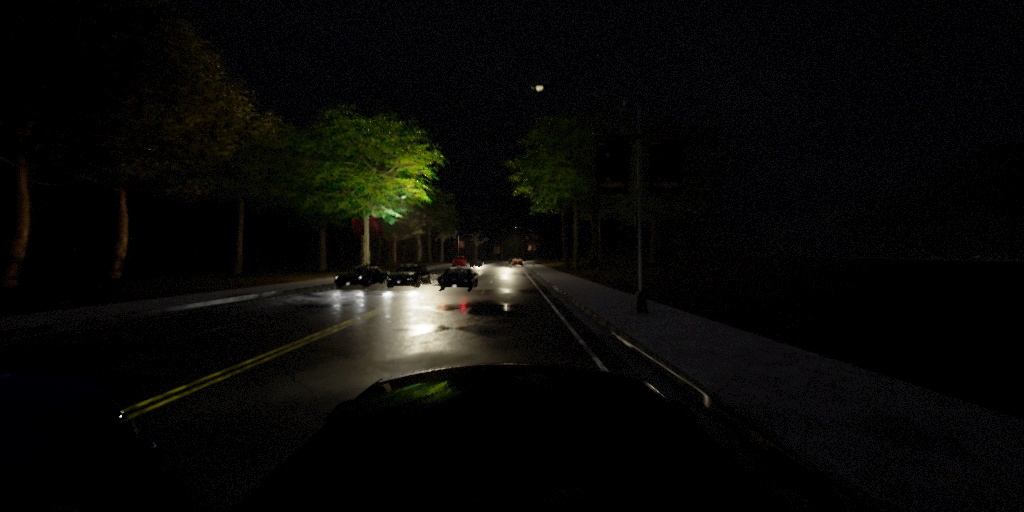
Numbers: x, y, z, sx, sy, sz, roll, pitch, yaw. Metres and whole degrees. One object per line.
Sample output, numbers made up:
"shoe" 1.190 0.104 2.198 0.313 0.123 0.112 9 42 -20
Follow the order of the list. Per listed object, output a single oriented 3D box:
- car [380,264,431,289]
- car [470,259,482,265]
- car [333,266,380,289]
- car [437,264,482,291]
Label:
"car" -6.593 1.268 23.276 1.837 1.490 4.892 0 0 0
"car" -6.500 1.332 64.659 2.033 1.411 5.357 0 0 0
"car" -9.844 1.365 23.743 1.895 1.301 4.718 0 0 0
"car" -3.146 1.363 21.806 1.895 1.301 4.718 0 0 0
